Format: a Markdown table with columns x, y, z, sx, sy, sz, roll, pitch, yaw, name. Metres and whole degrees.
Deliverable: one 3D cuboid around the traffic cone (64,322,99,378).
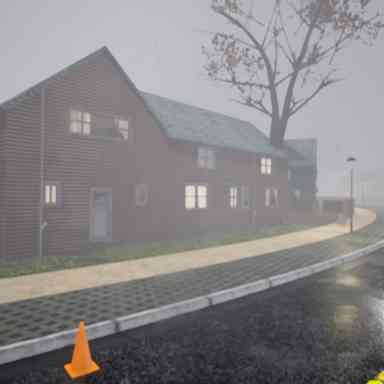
| x | y | z | sx | sy | sz | roll | pitch | yaw | name |
| --- | --- | --- | --- | --- | --- | --- | --- | --- | --- |
| -1.407 | 1.959 | 4.246 | 0.340 | 0.580 | 0.340 | 0 | 0 | -37 | traffic cone |
